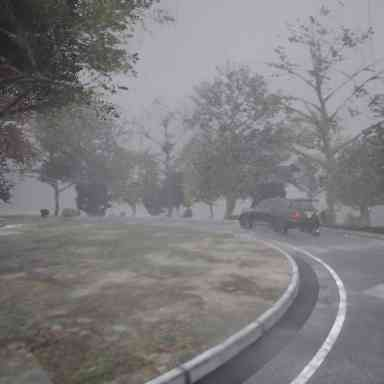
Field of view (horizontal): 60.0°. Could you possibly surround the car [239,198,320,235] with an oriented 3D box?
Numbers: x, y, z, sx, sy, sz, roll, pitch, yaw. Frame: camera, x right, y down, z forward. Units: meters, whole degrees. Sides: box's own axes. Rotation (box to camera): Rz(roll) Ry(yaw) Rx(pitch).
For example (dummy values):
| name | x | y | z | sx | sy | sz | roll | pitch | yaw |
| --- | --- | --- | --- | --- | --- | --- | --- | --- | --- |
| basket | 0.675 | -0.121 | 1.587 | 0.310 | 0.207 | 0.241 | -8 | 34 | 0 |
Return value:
| name | x | y | z | sx | sy | sz | roll | pitch | yaw |
| --- | --- | --- | --- | --- | --- | --- | --- | --- | --- |
| car | 5.148 | 1.404 | 20.321 | 2.150 | 2.045 | 5.566 | 1 | -1 | -26 |
